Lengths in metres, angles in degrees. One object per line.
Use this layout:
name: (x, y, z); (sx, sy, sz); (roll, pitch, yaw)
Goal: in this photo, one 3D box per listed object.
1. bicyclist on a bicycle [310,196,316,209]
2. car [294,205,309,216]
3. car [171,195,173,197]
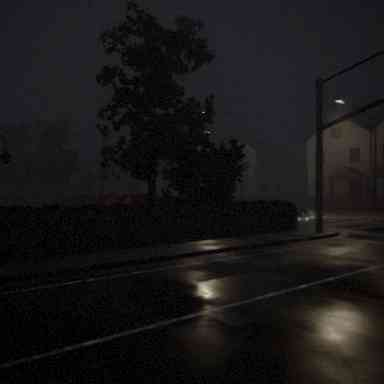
bicyclist on a bicycle: (15.135, 1.298, 41.360); (1.656, 1.620, 0.582); (0, 0, -35)
car: (8.411, 1.543, 31.837); (2.033, 1.411, 5.357); (0, 0, -35)
car: (-3.587, 1.347, 55.255); (2.097, 1.767, 4.553); (0, 0, -35)
